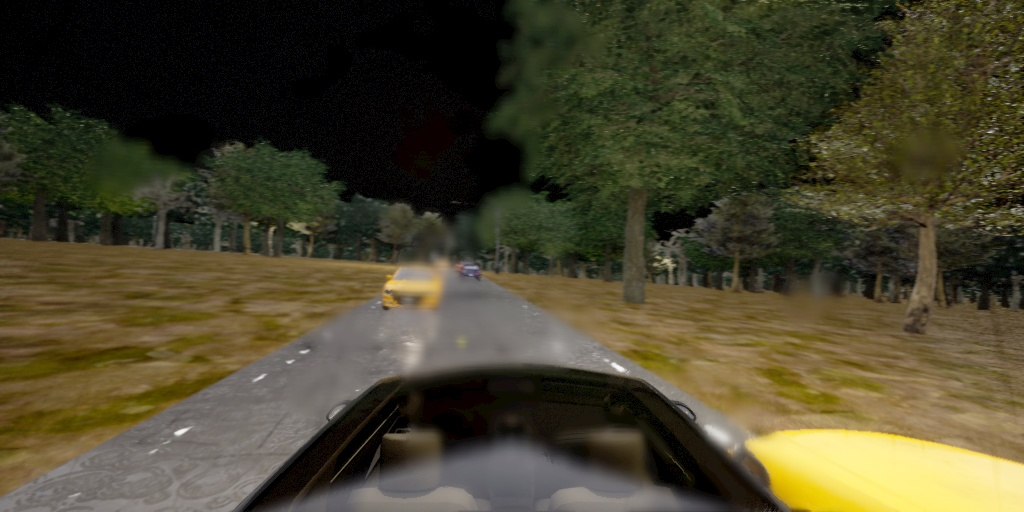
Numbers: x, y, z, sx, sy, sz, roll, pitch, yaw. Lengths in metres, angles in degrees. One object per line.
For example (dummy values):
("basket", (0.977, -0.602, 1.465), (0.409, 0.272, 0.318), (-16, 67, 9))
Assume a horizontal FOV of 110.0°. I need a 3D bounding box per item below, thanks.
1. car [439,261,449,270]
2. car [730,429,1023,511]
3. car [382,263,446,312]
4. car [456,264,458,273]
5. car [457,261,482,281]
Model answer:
("car", (-11.810, 1.563, 61.429), (1.882, 1.535, 5.008), (3, -1, -10))
("car", (2.734, 1.347, 0.342), (1.801, 1.575, 5.366), (3, -1, -9))
("car", (-3.741, 1.158, 14.037), (1.882, 1.535, 5.008), (3, -1, -10))
("car", (-5.904, 1.416, 45.209), (2.097, 1.767, 4.553), (3, -1, -9))
("car", (-3.948, 1.508, 33.988), (1.812, 1.442, 4.674), (3, -1, -10))
